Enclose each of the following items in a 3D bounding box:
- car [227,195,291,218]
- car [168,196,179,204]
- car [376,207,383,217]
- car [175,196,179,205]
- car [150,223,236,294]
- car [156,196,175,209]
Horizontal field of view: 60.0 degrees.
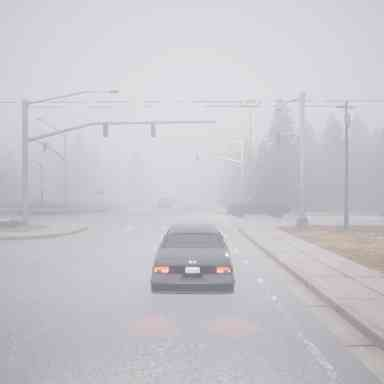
[{"bbox_3d":[5.936,1.246,29.724,5.566,2.045,2.150,0,0,1],"label":"car"},{"bbox_3d":[-3.597,1.505,64.573,1.837,1.490,4.892,0,0,1],"label":"car"},{"bbox_3d":[18.929,1.553,29.516,4.674,1.442,1.812,0,0,1],"label":"car"},{"bbox_3d":[-3.695,1.491,54.695,2.128,1.511,4.902,0,0,0],"label":"car"},{"bbox_3d":[0.030,1.545,8.919,2.033,1.411,5.357,0,0,0],"label":"car"},{"bbox_3d":[-3.698,1.505,45.044,1.837,1.490,4.892,0,0,0],"label":"car"}]
